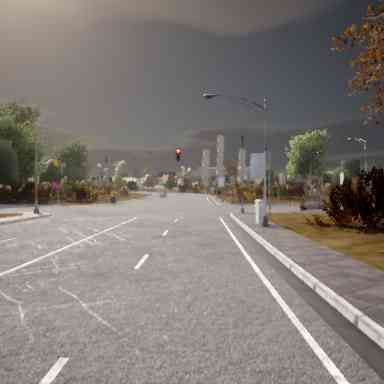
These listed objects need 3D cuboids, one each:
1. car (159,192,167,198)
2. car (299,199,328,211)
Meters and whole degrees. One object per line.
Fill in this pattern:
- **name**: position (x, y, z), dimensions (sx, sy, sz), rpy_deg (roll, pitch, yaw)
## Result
- **car**: position (-8.100, 0.826, 92.408), dimensions (1.994, 1.385, 4.181), rpy_deg (0, 1, 1)
- **car**: position (14.110, 1.360, 36.816), dimensions (4.181, 1.385, 1.994), rpy_deg (0, 0, -2)
